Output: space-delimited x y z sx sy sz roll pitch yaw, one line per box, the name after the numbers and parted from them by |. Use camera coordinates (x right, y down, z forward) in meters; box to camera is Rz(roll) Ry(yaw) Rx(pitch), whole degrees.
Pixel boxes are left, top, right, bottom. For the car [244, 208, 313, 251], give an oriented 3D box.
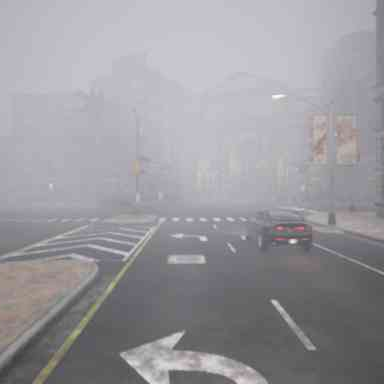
3.364 1.400 13.632 1.837 1.490 4.892 0 0 -1 | car

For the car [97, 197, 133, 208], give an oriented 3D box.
-10.210 1.326 43.773 4.718 1.301 1.895 0 0 31 | car
